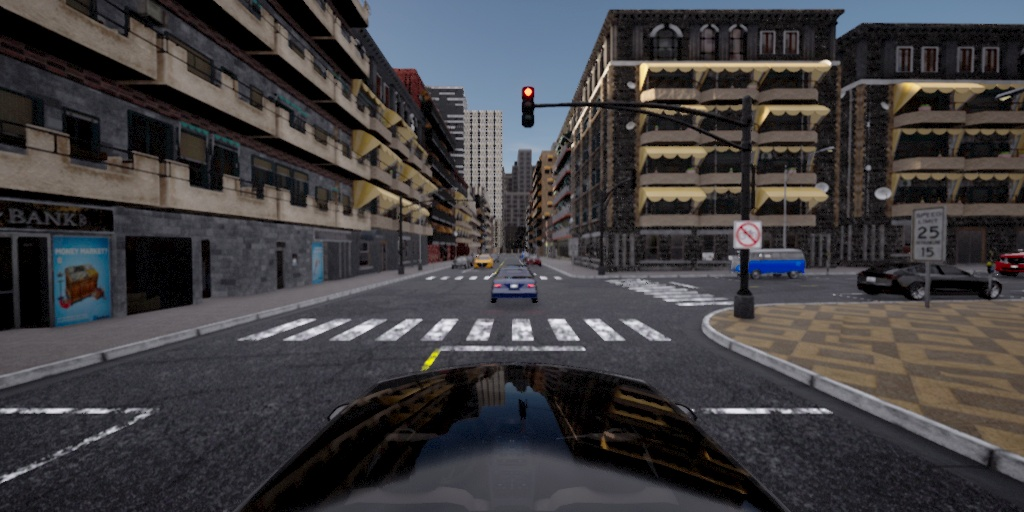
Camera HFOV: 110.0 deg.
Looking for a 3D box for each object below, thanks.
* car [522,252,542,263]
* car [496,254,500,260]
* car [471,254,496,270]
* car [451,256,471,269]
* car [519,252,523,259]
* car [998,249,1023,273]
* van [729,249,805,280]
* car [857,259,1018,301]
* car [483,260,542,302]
[{"bbox_3d":[2.706,0.526,45.516,1.967,1.591,4.097,0,0,0],"label":"car"},{"bbox_3d":[-3.039,0.386,58.531,2.128,1.511,4.902,0,1,0],"label":"car"},{"bbox_3d":[-3.082,0.651,39.616,1.882,1.535,5.008,0,1,0],"label":"car"},{"bbox_3d":[-5.677,0.718,39.998,2.007,1.370,4.403,0,0,0],"label":"car"},{"bbox_3d":[2.713,0.393,62.098,2.007,1.370,4.403,0,0,0],"label":"car"},{"bbox_3d":[30.299,0.178,19.684,5.566,2.045,2.150,-1,1,-1],"label":"car"},{"bbox_3d":[15.662,0.469,22.103,3.998,1.789,1.690,0,0,-1],"label":"van"},{"bbox_3d":[15.777,0.893,13.725,4.313,1.339,1.948,0,0,-1],"label":"car"},{"bbox_3d":[0.091,1.087,15.311,2.033,1.411,5.357,0,1,0],"label":"car"}]
